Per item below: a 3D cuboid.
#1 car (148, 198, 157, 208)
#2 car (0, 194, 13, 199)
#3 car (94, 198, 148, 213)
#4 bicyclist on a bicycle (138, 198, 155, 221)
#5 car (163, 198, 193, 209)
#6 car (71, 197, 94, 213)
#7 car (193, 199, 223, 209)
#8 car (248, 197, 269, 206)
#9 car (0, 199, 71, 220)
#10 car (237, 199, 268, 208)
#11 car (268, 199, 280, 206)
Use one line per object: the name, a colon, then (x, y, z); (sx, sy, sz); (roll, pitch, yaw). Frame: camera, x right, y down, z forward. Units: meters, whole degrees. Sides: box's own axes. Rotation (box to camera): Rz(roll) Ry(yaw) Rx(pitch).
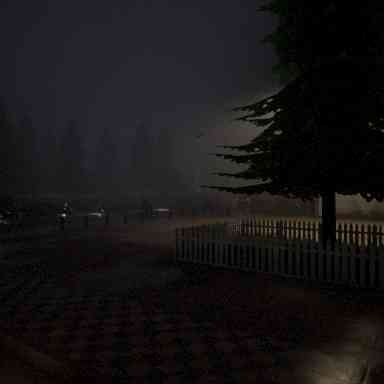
car: (-6.608, 1.526, 44.753); (1.812, 1.442, 4.674); (0, 0, 36)
car: (-18.155, 1.222, 28.566); (2.150, 2.045, 5.566); (0, 0, 35)
car: (-7.822, 1.547, 37.028); (2.033, 1.411, 5.357); (0, 0, 35)
bicyclist on a bicycle: (-3.363, 1.302, 24.363); (1.656, 1.620, 0.582); (0, 0, 35)
car: (-1.653, 1.547, 45.656); (2.033, 1.411, 5.357); (0, 0, 36)
car: (-12.554, 1.352, 36.419); (2.097, 1.767, 4.553); (0, 0, 36)
car: (2.511, 1.564, 45.155); (1.994, 1.385, 4.181); (0, 0, 35)
car: (11.534, 1.564, 57.832); (1.994, 1.385, 4.181); (0, 0, 36)
car: (-13.668, 1.547, 28.831); (2.033, 1.411, 5.357); (0, 0, 35)
car: (8.425, 1.221, 47.423); (2.150, 2.045, 5.566); (0, 0, 36)
car: (14.335, 1.547, 55.724); (2.033, 1.411, 5.357); (0, 0, 36)
